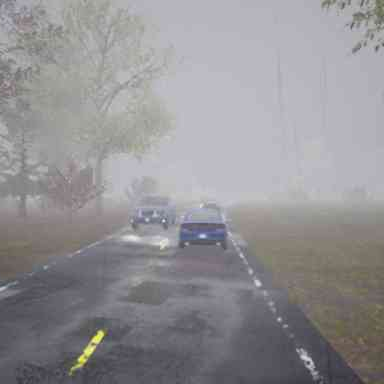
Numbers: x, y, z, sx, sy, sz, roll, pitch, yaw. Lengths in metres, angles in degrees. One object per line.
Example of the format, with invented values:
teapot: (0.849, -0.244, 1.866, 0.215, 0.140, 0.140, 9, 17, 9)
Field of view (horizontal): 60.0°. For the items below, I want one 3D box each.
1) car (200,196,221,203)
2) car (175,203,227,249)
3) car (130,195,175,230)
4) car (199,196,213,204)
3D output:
car: (2.070, 1.509, 35.567, 1.812, 1.442, 4.674, 0, 0, 6)
car: (0.495, 1.472, 14.700, 1.882, 1.535, 5.008, 0, 0, 2)
car: (-2.338, 1.209, 21.435, 2.150, 2.045, 5.566, 0, 0, 4)
car: (2.674, 1.457, 62.462, 2.128, 1.511, 4.902, 0, 0, 11)
